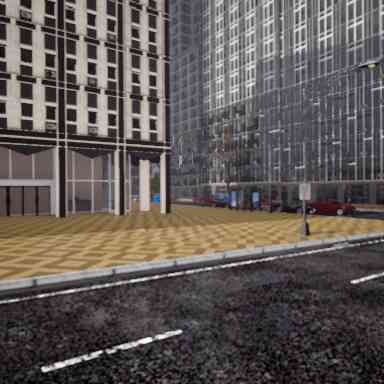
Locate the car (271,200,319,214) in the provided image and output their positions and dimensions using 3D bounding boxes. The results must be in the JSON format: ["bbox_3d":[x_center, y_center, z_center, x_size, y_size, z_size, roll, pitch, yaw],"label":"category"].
[{"bbox_3d":[10.655,1.611,35.000,1.947,1.339,4.313,0,1,-34],"label":"car"}]

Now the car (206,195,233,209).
[{"bbox_3d":[4.329,1.508,44.446,1.947,1.339,4.313,0,1,-34],"label":"car"}]

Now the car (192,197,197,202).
[{"bbox_3d":[1.723,1.289,63.286,1.802,1.307,4.206,0,1,-34],"label":"car"}]

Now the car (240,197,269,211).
[{"bbox_3d":[7.475,1.576,39.713,1.802,1.307,4.206,0,1,-34],"label":"car"}]

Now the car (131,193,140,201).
[{"bbox_3d":[-11.598,1.232,67.979,2.008,1.369,4.403,0,1,-34],"label":"car"}]

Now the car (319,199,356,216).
[{"bbox_3d":[14.336,1.520,34.408,1.882,1.535,5.008,-1,1,-34],"label":"car"}]

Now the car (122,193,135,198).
[{"bbox_3d":[-17.443,0.938,91.492,2.008,1.369,4.403,0,1,-34],"label":"car"}]

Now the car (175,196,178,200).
[{"bbox_3d":[-4.666,1.183,72.689,1.802,1.307,4.206,0,1,-34],"label":"car"}]

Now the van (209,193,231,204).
[{"bbox_3d":[4.918,1.100,58.583,1.690,1.788,3.998,0,1,-34],"label":"van"}]

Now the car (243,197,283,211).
[{"bbox_3d":[8.935,1.433,42.358,1.882,1.535,5.008,-1,1,-34],"label":"car"}]

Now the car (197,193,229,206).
[{"bbox_3d":[3.281,1.218,50.663,2.097,1.767,4.553,-1,1,-35],"label":"car"}]

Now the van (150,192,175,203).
[{"bbox_3d":[-5.208,1.128,58.575,1.690,1.788,3.998,0,1,-34],"label":"van"}]

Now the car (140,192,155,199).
[{"bbox_3d":[-11.054,0.934,82.089,1.967,1.590,4.097,0,1,-34],"label":"car"}]
